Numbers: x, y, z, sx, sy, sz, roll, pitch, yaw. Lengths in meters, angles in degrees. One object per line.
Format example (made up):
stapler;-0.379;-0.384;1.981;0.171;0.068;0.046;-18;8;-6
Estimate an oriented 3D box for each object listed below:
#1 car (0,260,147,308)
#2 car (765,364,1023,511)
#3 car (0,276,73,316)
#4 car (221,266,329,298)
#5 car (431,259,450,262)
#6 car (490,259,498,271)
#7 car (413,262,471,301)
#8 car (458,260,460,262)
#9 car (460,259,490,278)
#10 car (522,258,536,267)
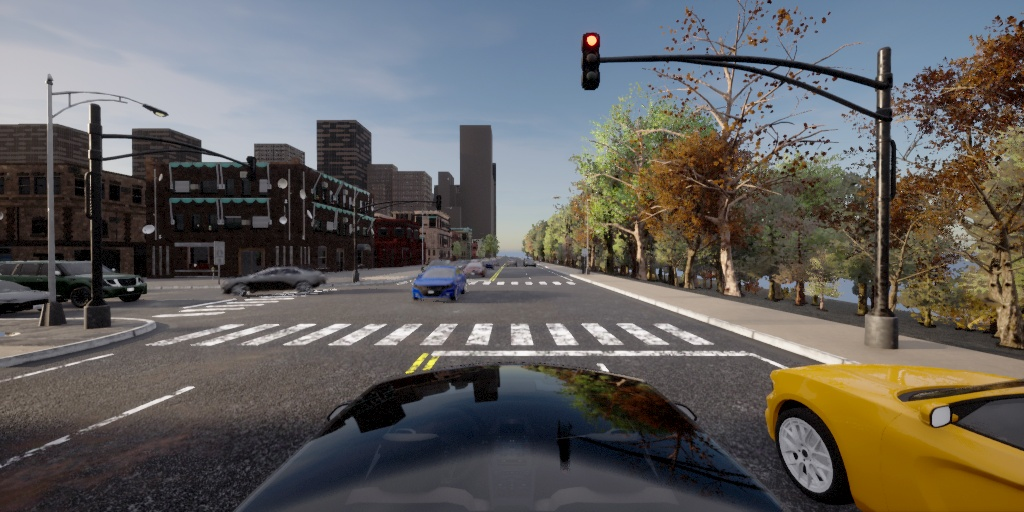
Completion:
car;-20.012;1.194;16.183;5.566;2.045;2.150;-1;1;0
car;3.351;1.228;1.378;1.882;1.535;5.008;0;0;0
car;-19.960;1.564;13.482;4.313;1.339;1.948;0;0;0
car;-12.733;1.331;19.514;4.902;1.511;2.128;-2;1;-18
car;-6.633;1.092;32.743;2.097;1.767;4.553;0;0;0
car;-3.390;1.334;50.086;1.895;1.301;4.718;0;0;0
car;-3.368;1.224;17.394;1.882;1.535;5.008;0;0;0
car;-6.644;1.225;49.056;2.128;1.511;4.902;0;0;0
car;-3.385;1.266;33.242;1.812;1.442;4.674;0;0;0
car;3.272;1.290;64.483;1.994;1.385;4.181;0;0;1
